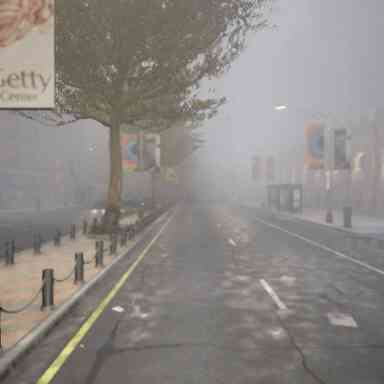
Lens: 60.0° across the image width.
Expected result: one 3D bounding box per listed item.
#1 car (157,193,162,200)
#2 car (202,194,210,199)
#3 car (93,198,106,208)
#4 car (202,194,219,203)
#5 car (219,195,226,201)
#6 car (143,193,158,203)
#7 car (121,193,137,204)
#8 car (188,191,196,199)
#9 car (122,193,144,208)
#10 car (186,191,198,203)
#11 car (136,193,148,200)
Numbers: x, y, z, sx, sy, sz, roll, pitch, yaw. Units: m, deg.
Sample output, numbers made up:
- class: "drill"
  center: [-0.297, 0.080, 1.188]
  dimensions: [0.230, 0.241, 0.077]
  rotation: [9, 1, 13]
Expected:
- class: "car"
  center: [-7.980, 1.035, 76.277]
  dimensions: [1.882, 1.535, 5.008]
  rotation: [0, 0, 0]
- class: "car"
  center: [3.522, 1.110, 84.479]
  dimensions: [1.994, 1.385, 4.181]
  rotation: [0, 0, 0]
- class: "car"
  center: [-11.577, 1.461, 44.078]
  dimensions: [1.895, 1.301, 4.718]
  rotation: [0, 0, 0]
- class: "car"
  center: [3.517, 1.397, 64.121]
  dimensions: [1.895, 1.301, 4.718]
  rotation: [0, 0, 0]
- class: "car"
  center: [6.769, 1.350, 77.020]
  dimensions: [1.895, 1.301, 4.718]
  rotation: [0, 0, 0]
- class: "car"
  center: [-8.015, 1.370, 61.102]
  dimensions: [1.994, 1.385, 4.181]
  rotation: [0, 0, 1]
- class: "car"
  center: [-11.512, 1.158, 61.271]
  dimensions: [2.097, 1.767, 4.553]
  rotation: [0, 0, 0]
- class: "car"
  center: [0.022, 0.783, 84.508]
  dimensions: [2.150, 2.045, 5.566]
  rotation: [0, 0, 0]
- class: "car"
  center: [-8.075, 1.336, 44.491]
  dimensions: [1.882, 1.535, 5.008]
  rotation: [0, 0, 0]
- class: "car"
  center: [0.017, 1.148, 64.145]
  dimensions: [2.097, 1.767, 4.553]
  rotation: [0, 0, 0]
- class: "car"
  center: [-11.480, 1.081, 76.293]
  dimensions: [2.128, 1.511, 4.902]
  rotation: [0, 0, 0]
